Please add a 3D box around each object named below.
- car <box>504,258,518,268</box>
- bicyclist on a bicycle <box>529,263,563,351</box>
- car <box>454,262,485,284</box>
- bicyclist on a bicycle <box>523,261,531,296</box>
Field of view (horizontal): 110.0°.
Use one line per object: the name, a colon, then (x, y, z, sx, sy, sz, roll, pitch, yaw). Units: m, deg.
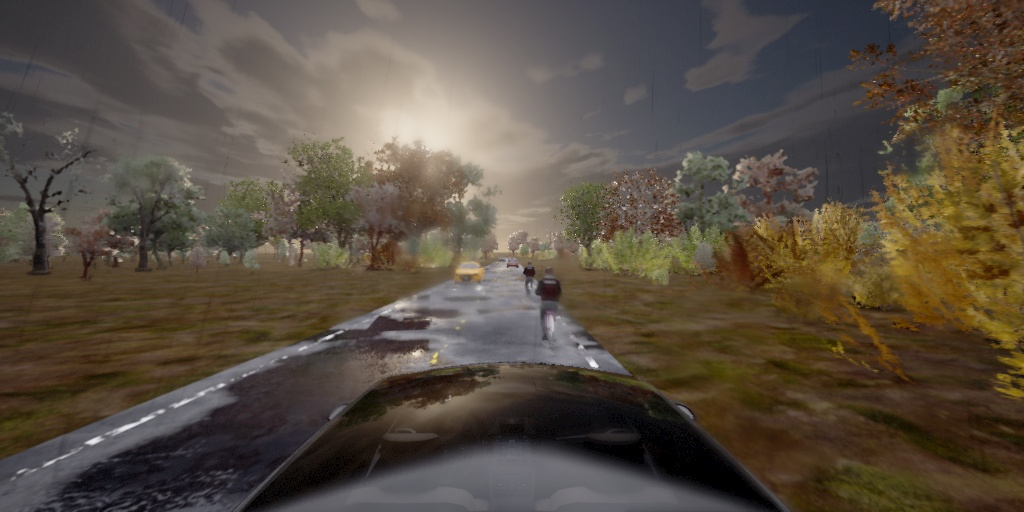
car: (0.110, 1.277, 62.470, 1.994, 1.385, 4.181, 0, 0, 0)
bicyclist on a bicycle: (0.827, 1.121, 8.106, 0.659, 1.776, 1.843, 0, 0, 0)
car: (-3.097, 1.222, 26.822, 1.882, 1.535, 5.008, 0, 0, 0)
bicyclist on a bicycle: (0.829, 1.119, 17.105, 0.659, 1.776, 1.843, 0, 0, 0)
